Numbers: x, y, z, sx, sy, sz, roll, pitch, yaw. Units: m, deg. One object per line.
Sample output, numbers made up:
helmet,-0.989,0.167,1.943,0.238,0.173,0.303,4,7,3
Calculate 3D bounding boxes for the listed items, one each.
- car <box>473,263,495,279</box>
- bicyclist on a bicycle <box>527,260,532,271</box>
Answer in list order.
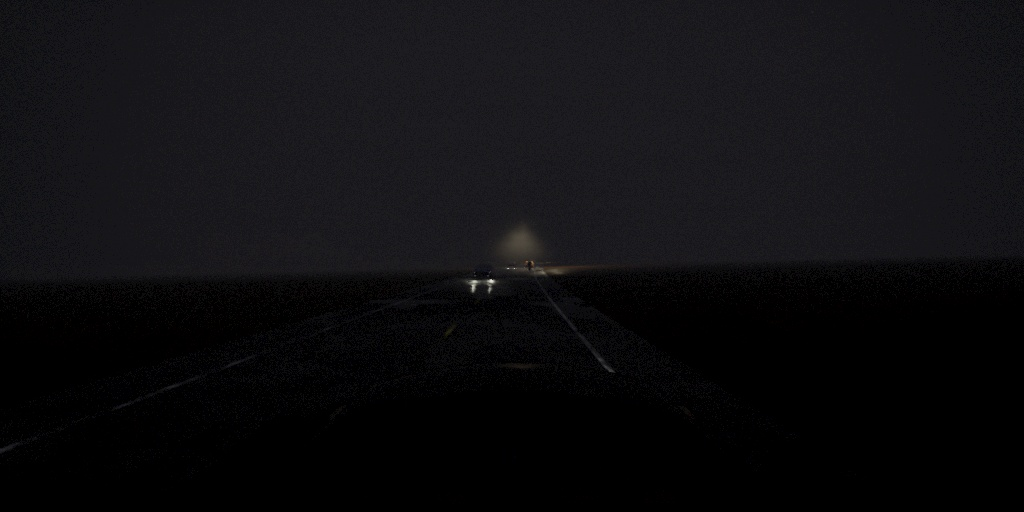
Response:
car,-2.841,1.528,36.900,1.882,1.535,5.008,0,0,3
bicyclist on a bicycle,2.604,1.575,54.342,0.659,1.776,1.843,0,0,4
